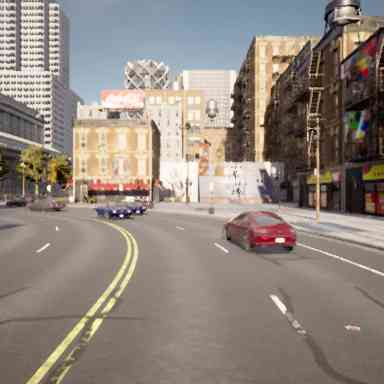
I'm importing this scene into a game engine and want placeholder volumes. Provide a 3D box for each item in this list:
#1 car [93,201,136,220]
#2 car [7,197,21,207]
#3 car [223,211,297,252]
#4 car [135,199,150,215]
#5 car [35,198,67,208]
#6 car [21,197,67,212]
[{"bbox_3d":[-6.842,1.588,28.224,1.895,1.301,4.718,0,0,-34],"label":"car"},{"bbox_3d":[-25.738,1.499,50.328,4.674,1.452,2.002,0,0,20],"label":"car"},{"bbox_3d":[2.675,1.520,13.874,1.812,1.442,4.674,0,0,-10],"label":"car"},{"bbox_3d":[-6.596,1.586,33.551,1.895,1.301,4.718,0,0,-40],"label":"car"},{"bbox_3d":[-20.435,1.574,48.155,4.718,1.301,1.895,0,0,30],"label":"car"},{"bbox_3d":[-17.090,1.531,38.427,5.357,1.411,2.033,0,0,35],"label":"car"}]
